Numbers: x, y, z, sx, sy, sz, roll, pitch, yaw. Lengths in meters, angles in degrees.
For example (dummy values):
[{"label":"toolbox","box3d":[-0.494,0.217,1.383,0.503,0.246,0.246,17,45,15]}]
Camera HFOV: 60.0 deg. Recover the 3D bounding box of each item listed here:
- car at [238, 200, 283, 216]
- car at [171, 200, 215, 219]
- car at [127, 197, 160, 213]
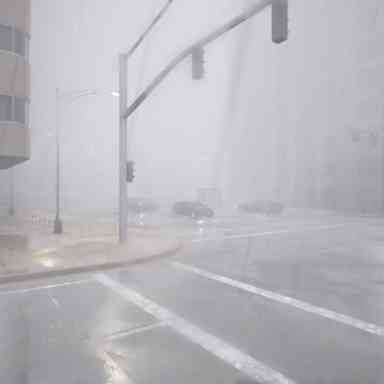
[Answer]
[{"label":"car","box3d":[6.558,1.489,32.338,2.128,1.511,4.902,0,0,-36]},{"label":"car","box3d":[-0.027,1.503,29.235,1.837,1.490,4.892,0,0,-36]},{"label":"car","box3d":[-5.932,1.350,37.334,2.097,1.767,4.553,0,0,-37]}]
